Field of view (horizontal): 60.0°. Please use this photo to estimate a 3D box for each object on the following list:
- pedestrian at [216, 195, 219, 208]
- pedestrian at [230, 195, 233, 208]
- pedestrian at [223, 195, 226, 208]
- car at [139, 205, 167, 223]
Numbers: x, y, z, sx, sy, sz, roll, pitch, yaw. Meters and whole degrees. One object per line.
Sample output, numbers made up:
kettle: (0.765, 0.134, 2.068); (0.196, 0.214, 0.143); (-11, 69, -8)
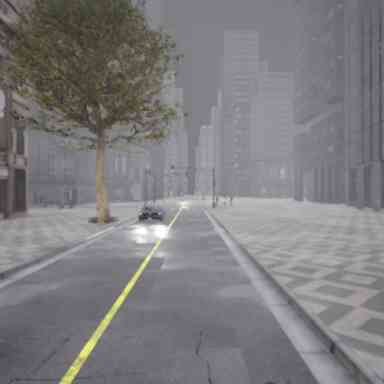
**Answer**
pedestrian: (3.626, 1.344, 48.250); (0.375, 1.860, 0.375); (0, 0, 0)
pedestrian: (5.626, 1.326, 47.651); (0.375, 1.860, 0.375); (0, 0, 0)
pedestrian: (4.626, 1.333, 47.051); (0.375, 1.860, 0.375); (0, 0, 0)
car: (-3.104, 1.702, 26.875); (1.895, 1.301, 4.718); (0, 0, 0)
